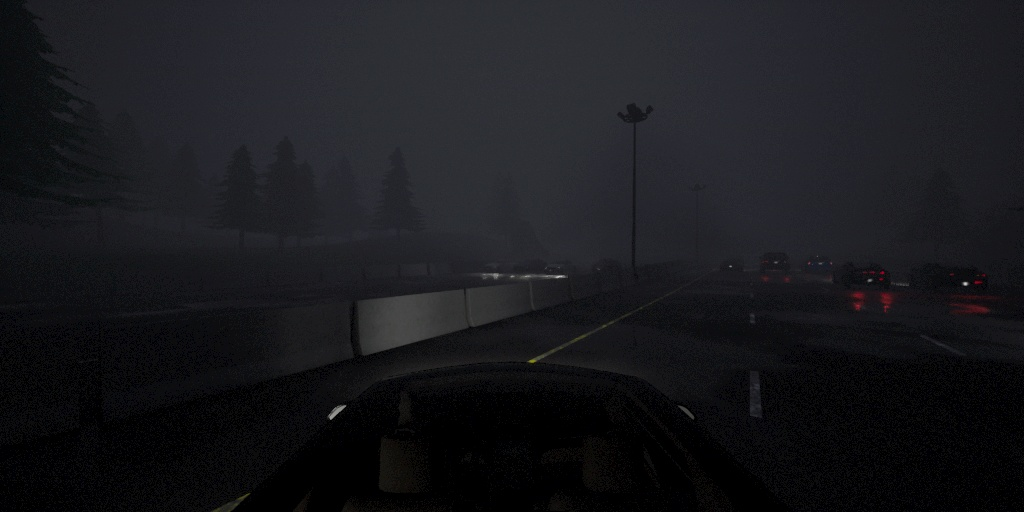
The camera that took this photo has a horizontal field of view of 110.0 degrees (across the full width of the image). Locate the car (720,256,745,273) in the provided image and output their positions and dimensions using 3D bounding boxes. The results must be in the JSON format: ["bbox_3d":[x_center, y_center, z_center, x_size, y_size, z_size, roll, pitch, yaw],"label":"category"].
[{"bbox_3d":[22.521,0.953,36.778,1.994,1.385,4.181,0,1,34],"label":"car"}]

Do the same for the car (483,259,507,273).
[{"bbox_3d":[-1.213,1.073,39.262,1.812,1.442,4.674,0,1,34],"label":"car"}]

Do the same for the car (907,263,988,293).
[{"bbox_3d":[23.856,1.101,19.810,1.837,1.490,4.892,0,0,34],"label":"car"}]

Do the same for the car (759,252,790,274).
[{"bbox_3d":[25.055,0.625,34.263,2.150,2.045,5.566,0,1,34],"label":"car"}]

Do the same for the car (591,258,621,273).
[{"bbox_3d":[9.660,0.995,36.583,2.128,1.511,4.902,0,1,34],"label":"car"}]

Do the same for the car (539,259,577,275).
[{"bbox_3d":[4.941,1.070,35.863,1.812,1.442,4.674,0,1,34],"label":"car"}]

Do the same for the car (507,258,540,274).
[{"bbox_3d":[1.983,1.021,37.737,1.882,1.535,5.008,0,1,34],"label":"car"}]

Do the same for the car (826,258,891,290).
[{"bbox_3d":[20.699,1.091,21.383,2.128,1.511,4.902,0,1,34],"label":"car"}]

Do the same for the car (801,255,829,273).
[{"bbox_3d":[29.737,0.699,34.988,2.097,1.767,4.553,0,1,33],"label":"car"}]
